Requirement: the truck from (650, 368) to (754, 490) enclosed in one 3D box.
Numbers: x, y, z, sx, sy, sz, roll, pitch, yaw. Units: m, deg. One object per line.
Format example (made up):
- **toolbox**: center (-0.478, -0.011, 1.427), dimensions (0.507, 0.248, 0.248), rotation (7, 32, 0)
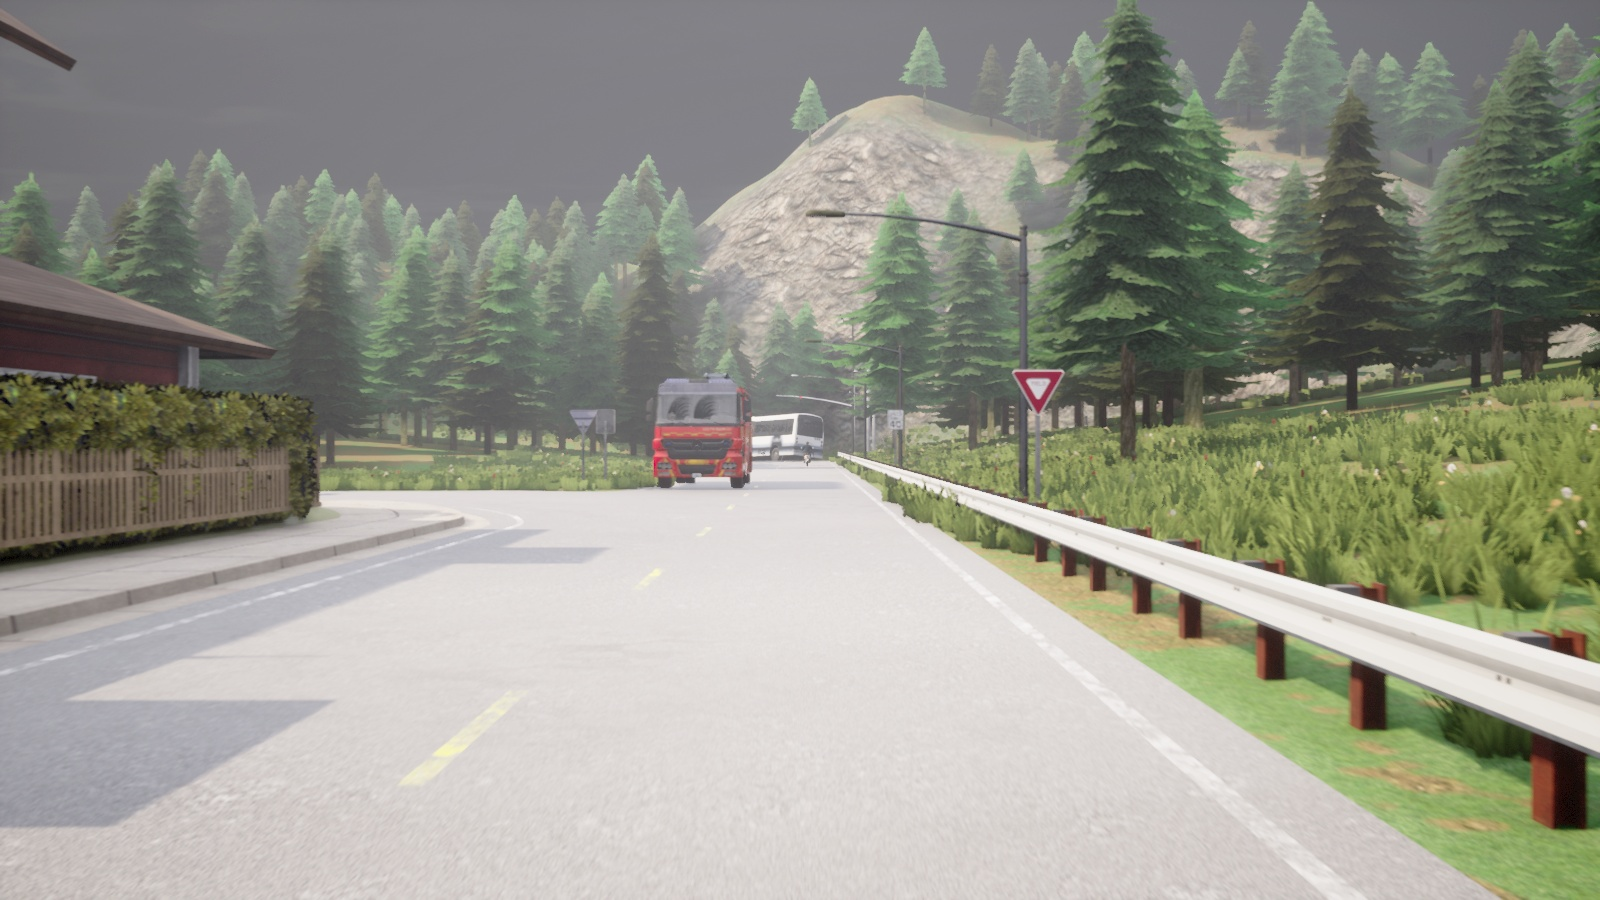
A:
- **truck**: center (-3.236, -0.665, 43.514), dimensions (2.891, 3.827, 8.468), rotation (0, 0, 0)
